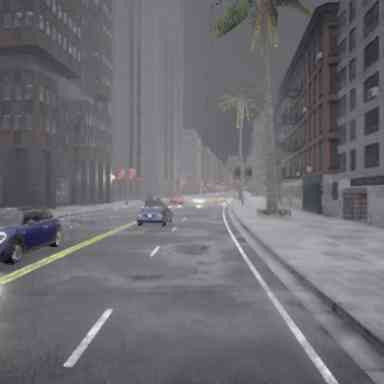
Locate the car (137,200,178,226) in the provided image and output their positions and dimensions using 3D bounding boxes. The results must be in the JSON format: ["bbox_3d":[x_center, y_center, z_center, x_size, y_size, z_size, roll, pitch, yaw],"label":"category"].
[{"bbox_3d":[-2.408,1.497,22.700,2.033,1.411,5.357,0,0,4],"label":"car"}]

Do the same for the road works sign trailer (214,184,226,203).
[{"bbox_3d":[5.514,0.293,64.808,2.380,3.560,2.880,0,0,9],"label":"road works sign trailer"}]

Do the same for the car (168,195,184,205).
[{"bbox_3d":[-2.585,1.217,54.853,2.097,1.767,4.553,0,0,8],"label":"car"}]

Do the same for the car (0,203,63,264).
[{"bbox_3d":[-6.351,1.324,11.632,2.097,1.767,4.553,0,0,2],"label":"car"}]

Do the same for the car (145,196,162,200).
[{"bbox_3d":[-6.140,1.350,52.888,1.882,1.535,5.008,0,0,8],"label":"car"}]
